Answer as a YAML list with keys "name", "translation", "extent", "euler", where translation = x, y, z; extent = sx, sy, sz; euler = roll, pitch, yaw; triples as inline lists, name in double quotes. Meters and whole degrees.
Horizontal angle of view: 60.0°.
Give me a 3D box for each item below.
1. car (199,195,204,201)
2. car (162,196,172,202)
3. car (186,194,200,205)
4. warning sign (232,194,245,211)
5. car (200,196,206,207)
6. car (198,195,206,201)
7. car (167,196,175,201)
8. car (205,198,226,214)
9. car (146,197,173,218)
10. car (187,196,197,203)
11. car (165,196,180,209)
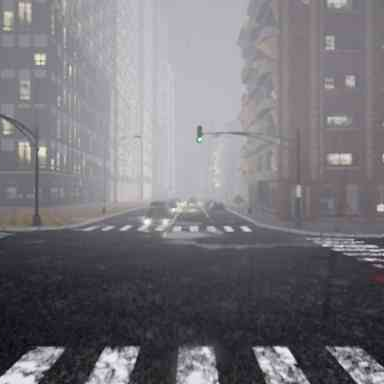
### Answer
- name: "car"
  translation: [2.701, 1.626, 54.825]
  extent: [2.008, 1.369, 4.403]
  euler: [0, 0, 0]
- name: "car"
  translation: [-5.677, 1.667, 77.420]
  extent: [2.008, 1.369, 4.403]
  euler: [0, 0, 0]
- name: "car"
  translation: [0.010, 1.608, 58.859]
  extent: [1.812, 1.442, 4.674]
  euler: [0, 0, 0]
- name: "warning sign"
  translation: [5.071, 1.161, 36.375]
  extent: [1.300, 1.860, 1.060]
  euler: [0, 0, 0]
- name: "car"
  translation: [2.699, 1.617, 49.177]
  extent: [2.008, 1.369, 4.403]
  euler: [0, 0, 0]
- name: "car"
  translation: [2.705, 1.580, 88.717]
  extent: [1.967, 1.590, 4.097]
  euler: [0, 0, 0]
- name: "car"
  translation: [-5.675, 1.684, 88.718]
  extent: [1.887, 1.381, 4.507]
  euler: [0, 0, 0]
- name: "car"
  translation: [2.747, 1.627, 36.260]
  extent: [1.802, 1.307, 4.206]
  euler: [0, 0, 0]
- name: "car"
  translation: [-3.093, 1.515, 30.843]
  extent: [1.882, 1.535, 5.008]
  euler: [0, 0, 0]
- name: "car"
  translation: [0.012, 1.511, 68.861]
  extent: [2.128, 1.511, 4.902]
  euler: [0, 0, 0]
- name: "car"
  translation: [-3.077, 1.625, 46.273]
  extent: [1.994, 1.385, 4.181]
  euler: [0, 0, 0]
